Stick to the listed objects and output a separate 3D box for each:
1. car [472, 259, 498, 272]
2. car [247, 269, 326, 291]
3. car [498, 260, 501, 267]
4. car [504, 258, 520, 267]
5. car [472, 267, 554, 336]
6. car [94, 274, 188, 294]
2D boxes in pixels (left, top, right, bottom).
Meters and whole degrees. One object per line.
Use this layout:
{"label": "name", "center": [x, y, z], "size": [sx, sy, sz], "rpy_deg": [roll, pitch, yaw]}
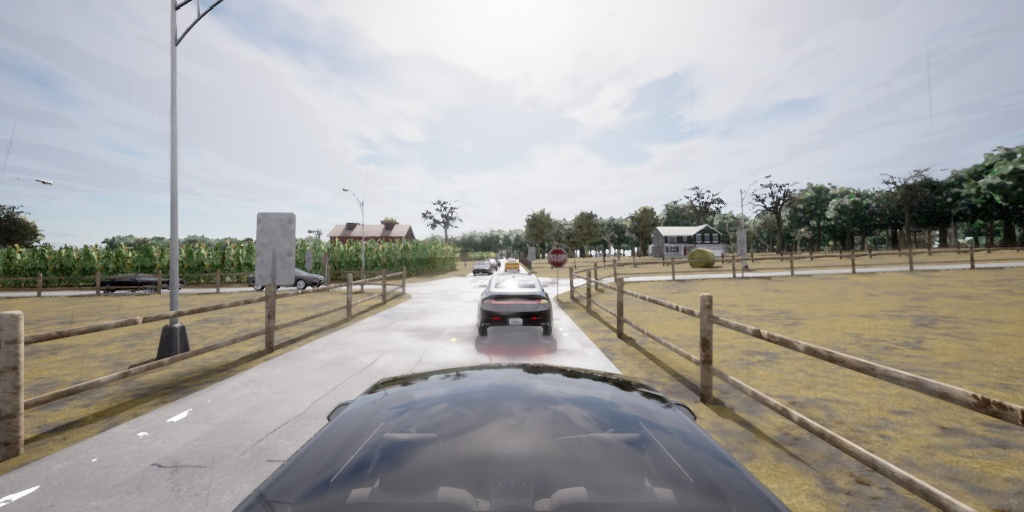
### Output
{"label": "car", "center": [-3.013, 1.273, 38.048], "size": [2.033, 1.411, 5.357], "rpy_deg": [0, 0, 2]}
{"label": "car", "center": [-15.340, 1.561, 24.518], "size": [4.892, 1.490, 1.837], "rpy_deg": [-1, -2, 1]}
{"label": "car", "center": [-2.902, 1.202, 49.642], "size": [2.128, 1.511, 4.902], "rpy_deg": [0, 0, 0]}
{"label": "car", "center": [0.029, 1.190, 47.577], "size": [1.882, 1.535, 5.008], "rpy_deg": [0, 0, 0]}
{"label": "car", "center": [0.057, 1.243, 10.380], "size": [2.128, 1.511, 4.902], "rpy_deg": [0, 0, -1]}
{"label": "car", "center": [-25.255, 1.870, 24.538], "size": [4.718, 1.301, 1.895], "rpy_deg": [-1, -2, 0]}
